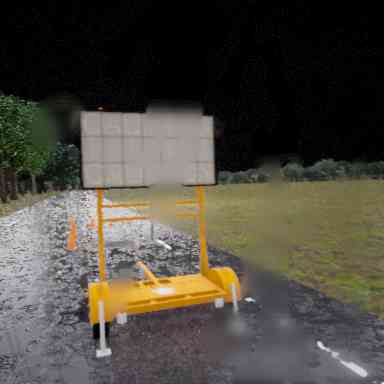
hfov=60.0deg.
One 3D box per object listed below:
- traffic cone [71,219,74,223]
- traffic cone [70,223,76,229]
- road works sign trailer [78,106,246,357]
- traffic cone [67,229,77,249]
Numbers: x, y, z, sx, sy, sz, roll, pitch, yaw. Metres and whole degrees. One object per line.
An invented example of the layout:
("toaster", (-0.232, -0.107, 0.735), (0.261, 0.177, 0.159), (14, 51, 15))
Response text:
("traffic cone", (-5.734, 1.713, 15.938), (0.340, 0.580, 0.340), (-2, 2, -19))
("traffic cone", (-5.073, 1.741, 14.051), (0.340, 0.580, 0.340), (-2, 2, -19))
("road works sign trailer", (-0.738, 0.323, 6.011), (2.380, 3.560, 2.880), (-2, 2, -19))
("traffic cone", (-4.411, 1.769, 12.164), (0.340, 0.580, 0.340), (-2, 2, -19))
